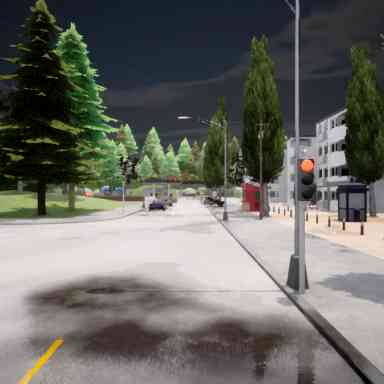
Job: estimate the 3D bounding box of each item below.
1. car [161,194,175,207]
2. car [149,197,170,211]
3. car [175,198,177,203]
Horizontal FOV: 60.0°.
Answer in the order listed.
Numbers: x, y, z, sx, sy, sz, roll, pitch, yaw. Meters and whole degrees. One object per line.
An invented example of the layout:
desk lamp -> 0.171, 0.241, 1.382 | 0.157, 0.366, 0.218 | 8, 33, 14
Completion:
car -> -4.086, 1.352, 50.574 | 2.097, 1.767, 4.553 | 0, 0, 0
car -> -4.100, 1.601, 40.499 | 1.895, 1.301, 4.718 | 0, 0, 0
car -> -3.980, 1.564, 66.586 | 1.994, 1.385, 4.181 | 0, 0, 0
